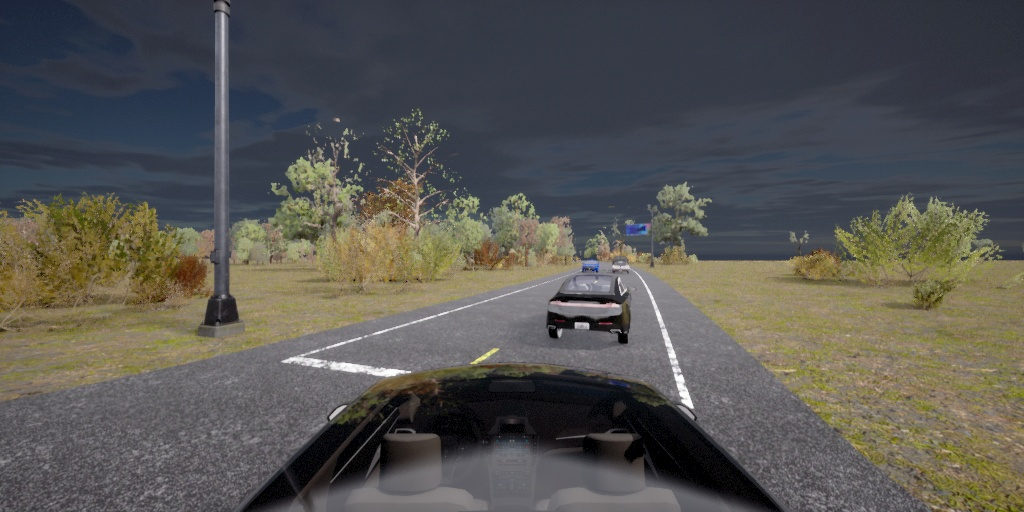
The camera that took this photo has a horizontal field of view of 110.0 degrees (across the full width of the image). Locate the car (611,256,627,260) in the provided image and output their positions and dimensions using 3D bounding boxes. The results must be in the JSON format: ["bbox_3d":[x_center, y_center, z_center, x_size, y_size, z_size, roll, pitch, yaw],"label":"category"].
[{"bbox_3d":[15.084,0.999,50.099,2.150,2.045,5.566,0,0,16],"label":"car"}]

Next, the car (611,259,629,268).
[{"bbox_3d":[12.903,1.362,42.472,1.895,1.301,4.718,0,0,18],"label":"car"}]

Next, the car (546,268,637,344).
[{"bbox_3d":[2.263,1.241,9.741,2.128,1.511,4.902,0,0,20],"label":"car"}]

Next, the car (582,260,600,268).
[{"bbox_3d":[9.776,1.241,44.305,1.882,1.535,5.008,0,0,16],"label":"car"}]
